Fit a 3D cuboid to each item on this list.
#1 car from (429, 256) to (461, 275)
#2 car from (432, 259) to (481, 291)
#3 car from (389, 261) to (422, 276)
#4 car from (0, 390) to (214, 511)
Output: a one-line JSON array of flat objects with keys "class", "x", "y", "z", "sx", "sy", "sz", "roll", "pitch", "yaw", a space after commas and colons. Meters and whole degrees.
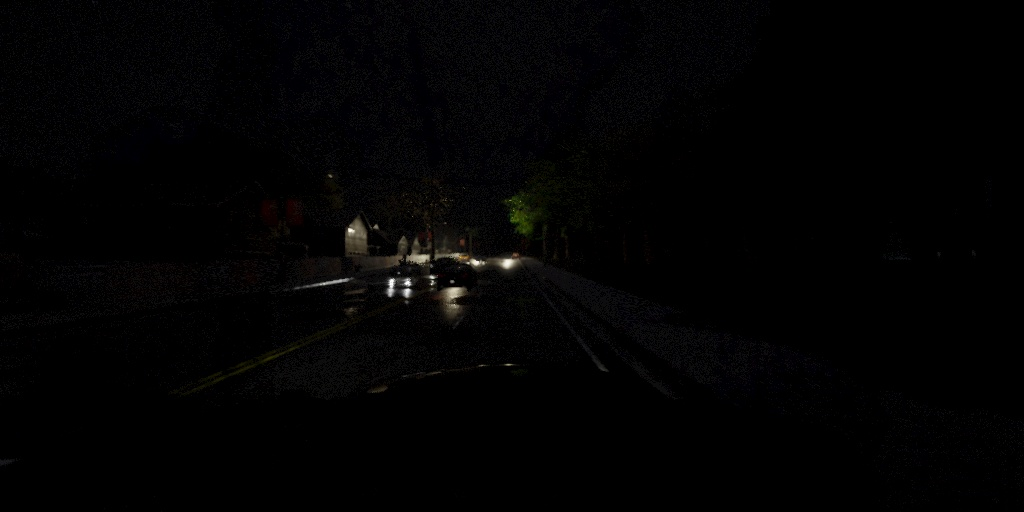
[{"class": "car", "x": -6.592, "y": 0.899, "z": 34.921, "sx": 2.097, "sy": 1.767, "sz": 4.553, "roll": 0, "pitch": 1, "yaw": 0}, {"class": "car", "x": -3.150, "y": 1.155, "z": 21.324, "sx": 1.882, "sy": 1.535, "sz": 5.008, "roll": 0, "pitch": 1, "yaw": 0}, {"class": "car", "x": -9.845, "y": 1.162, "z": 33.434, "sx": 1.895, "sy": 1.301, "sz": 4.718, "roll": 0, "pitch": 1, "yaw": 0}, {"class": "car", "x": -3.149, "y": 1.234, "z": 0.675, "sx": 2.128, "sy": 1.511, "sz": 4.902, "roll": 0, "pitch": 0, "yaw": 0}]
